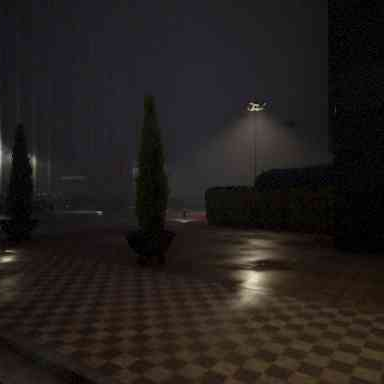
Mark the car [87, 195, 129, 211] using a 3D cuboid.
[{"bbox_3d":[-9.959,1.504,40.872,1.837,1.490,4.892,0,0,35],"label":"car"}]

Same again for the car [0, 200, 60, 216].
[{"bbox_3d":[-15.878,1.505,32.366,1.837,1.490,4.892,0,0,35],"label":"car"}]

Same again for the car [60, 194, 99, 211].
[{"bbox_3d":[-13.848,1.223,41.414,2.150,2.045,5.566,0,0,35],"label":"car"}]

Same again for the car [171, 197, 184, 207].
[{"bbox_3d":[-2.985,1.526,50.851,1.812,1.442,4.674,0,0,35],"label":"car"}]
